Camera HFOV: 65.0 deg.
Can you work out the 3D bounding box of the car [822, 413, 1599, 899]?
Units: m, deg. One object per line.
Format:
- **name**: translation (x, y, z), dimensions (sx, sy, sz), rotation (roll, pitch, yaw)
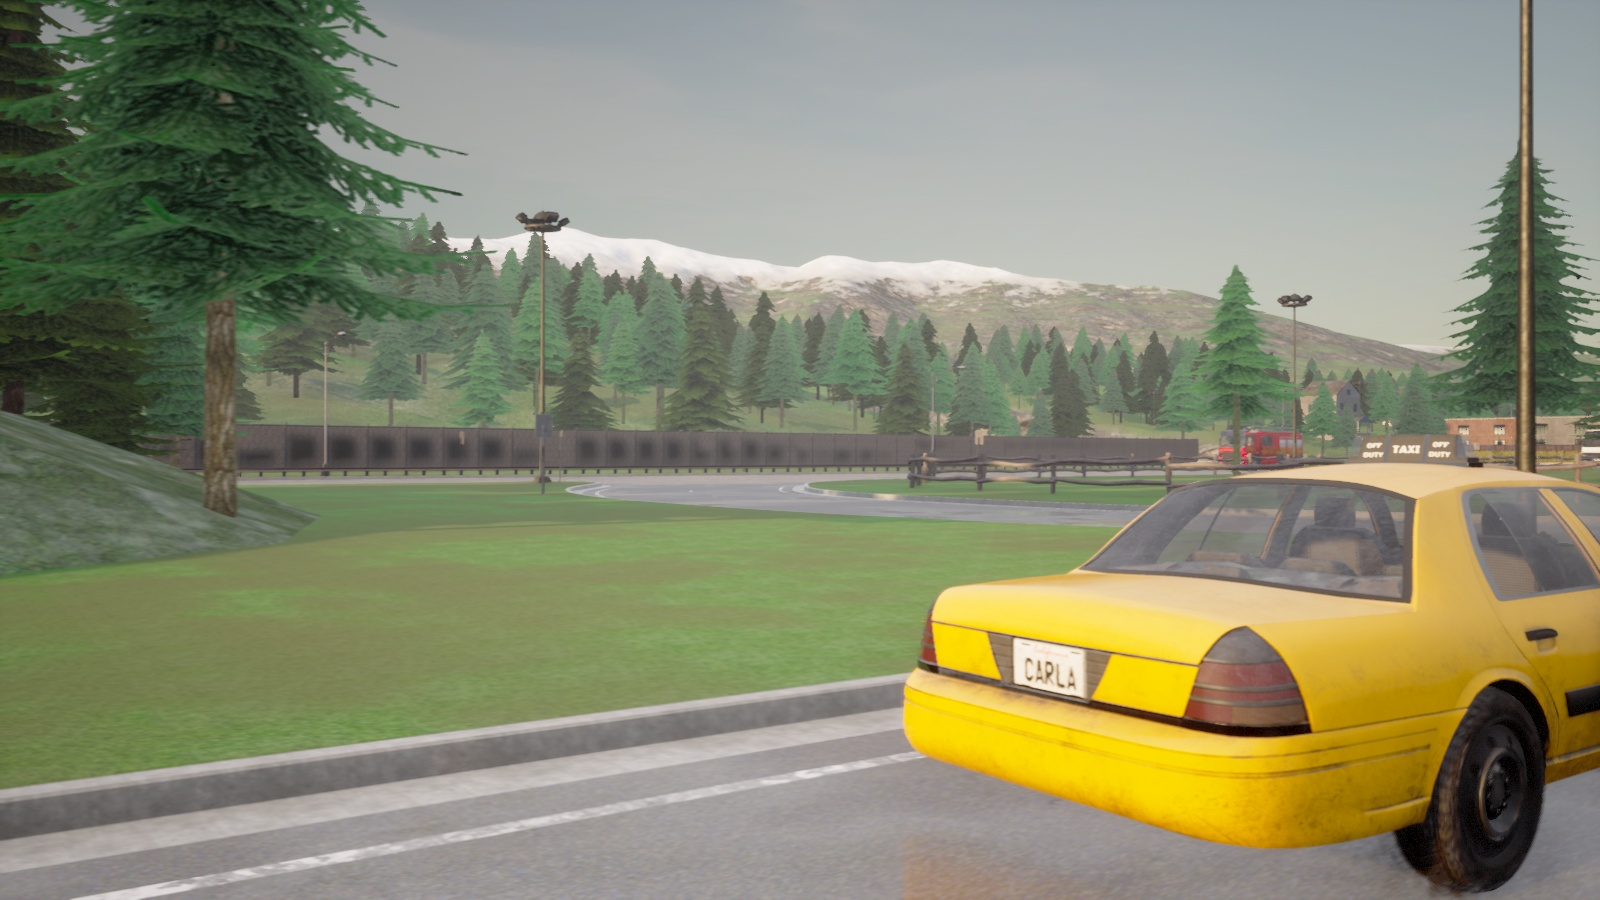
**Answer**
- **car**: translation (2.802, 0.689, 5.617), dimensions (5.366, 1.575, 1.801), rotation (0, 0, -35)
